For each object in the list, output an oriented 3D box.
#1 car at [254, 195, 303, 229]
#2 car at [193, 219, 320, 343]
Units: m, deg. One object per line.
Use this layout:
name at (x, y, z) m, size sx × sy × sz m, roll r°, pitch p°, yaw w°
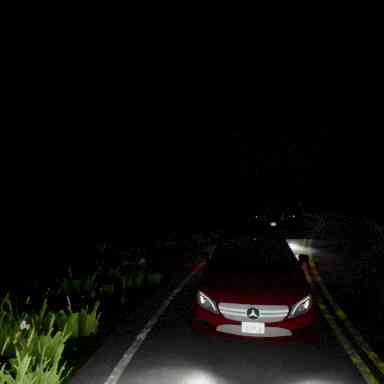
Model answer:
car at (5.005, 1.215, 18.857) m, size 2.150 × 2.045 × 5.566 m, roll -2°, pitch -1°, yaw 22°
car at (1.232, 1.534, 6.686) m, size 1.812 × 1.442 × 4.674 m, roll -1°, pitch 0°, yaw 11°
